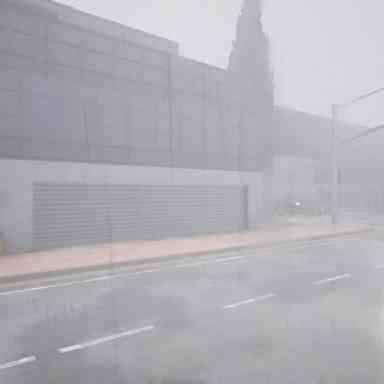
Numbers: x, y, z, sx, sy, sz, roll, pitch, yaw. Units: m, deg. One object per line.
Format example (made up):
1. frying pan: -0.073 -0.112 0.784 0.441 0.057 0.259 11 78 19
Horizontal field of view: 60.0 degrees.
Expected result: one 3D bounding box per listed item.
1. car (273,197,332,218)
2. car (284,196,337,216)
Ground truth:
1. car: 9.736 1.491 30.393 2.128 1.511 4.902 0 0 -37
2. car: 11.825 1.352 33.450 2.097 1.767 4.553 0 0 -37
